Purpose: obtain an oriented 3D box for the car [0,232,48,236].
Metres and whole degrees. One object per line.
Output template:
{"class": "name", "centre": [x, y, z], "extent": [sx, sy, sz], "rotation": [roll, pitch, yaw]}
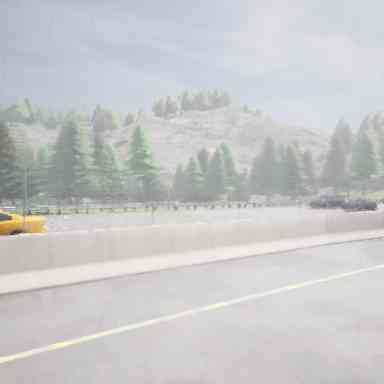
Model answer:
{"class": "car", "centre": [-7.630, 1.289, 11.368], "extent": [5.008, 1.535, 1.882], "rotation": [0, 1, -35]}
